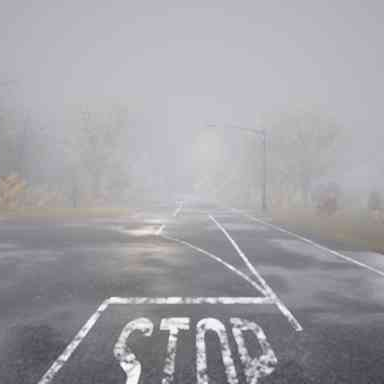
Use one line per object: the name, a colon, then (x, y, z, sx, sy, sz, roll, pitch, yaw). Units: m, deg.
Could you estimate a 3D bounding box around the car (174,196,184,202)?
car: (-3.077, 1.615, 81.422, 1.994, 1.385, 4.181, 0, 0, 5)
